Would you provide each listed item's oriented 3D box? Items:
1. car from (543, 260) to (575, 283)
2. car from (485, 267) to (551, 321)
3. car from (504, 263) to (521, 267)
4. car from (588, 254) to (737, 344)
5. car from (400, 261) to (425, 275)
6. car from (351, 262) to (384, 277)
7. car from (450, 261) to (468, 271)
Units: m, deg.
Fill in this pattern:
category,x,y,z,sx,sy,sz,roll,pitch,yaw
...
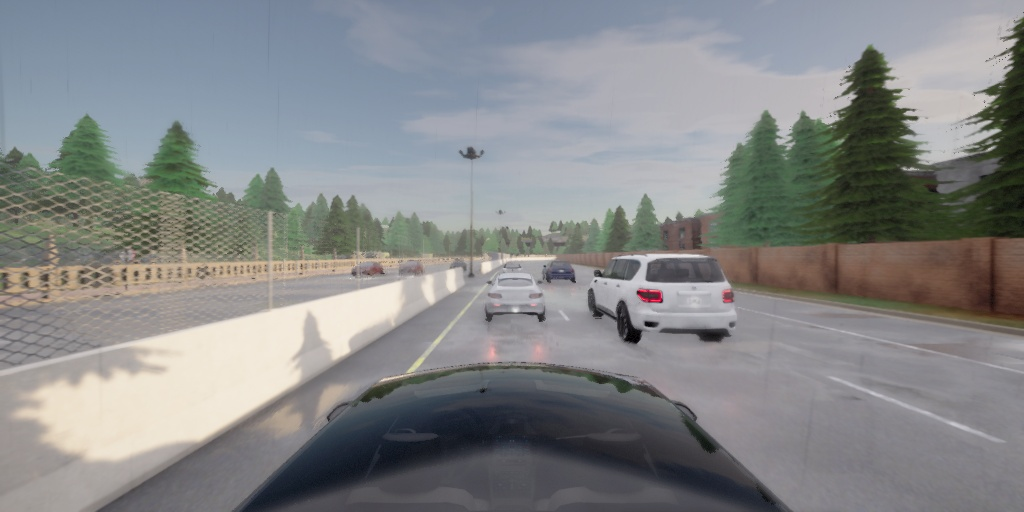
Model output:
category,x,y,z,sx,sy,sz,roll,pitch,yaw
car,3.564,1.102,28.029,2.097,1.767,4.553,0,0,0
car,0.100,1.276,12.345,1.812,1.442,4.674,0,0,0
car,0.029,1.352,33.862,1.895,1.301,4.718,0,0,0
car,3.615,0.971,9.746,2.150,2.045,5.566,0,0,0
car,-10.652,1.277,38.550,1.812,1.442,4.674,0,0,0
car,-14.151,1.277,35.495,1.812,1.442,4.674,0,0,0
car,-7.032,1.316,47.321,1.994,1.385,4.181,0,0,1
